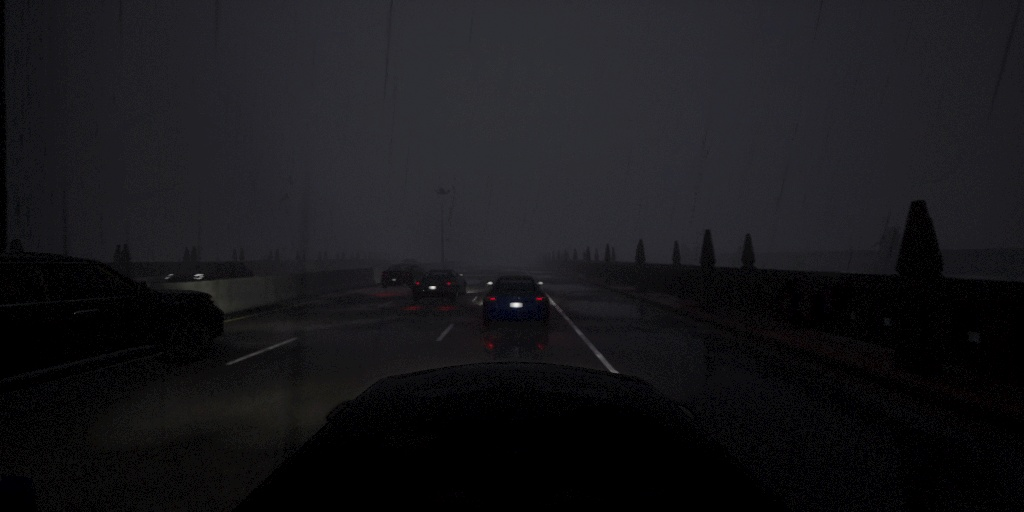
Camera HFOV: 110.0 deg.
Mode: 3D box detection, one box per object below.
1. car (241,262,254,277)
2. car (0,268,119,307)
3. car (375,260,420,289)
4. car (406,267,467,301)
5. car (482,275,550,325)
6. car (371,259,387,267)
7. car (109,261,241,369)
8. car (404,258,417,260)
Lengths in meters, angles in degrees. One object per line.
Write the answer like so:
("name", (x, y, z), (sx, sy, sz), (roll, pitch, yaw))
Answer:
("car", (-17.568, 1.101, 21.063), (2.097, 1.767, 4.553), (0, 0, 0))
("car", (-21.077, 1.310, 16.214), (1.994, 1.385, 4.181), (0, 0, 0))
("car", (-6.867, 1.232, 23.335), (1.882, 1.535, 5.008), (0, 0, 0))
("car", (-3.376, 1.318, 17.295), (1.994, 1.385, 4.181), (0, 0, 0))
("car", (0.117, 1.317, 11.856), (1.994, 1.385, 4.181), (0, 0, 0))
("car", (-20.951, 1.276, 57.639), (1.837, 1.490, 4.892), (0, 0, 1))
("car", (-6.891, 0.970, 4.834), (2.150, 2.045, 5.566), (0, 0, 0))
("car", (-13.995, 1.115, 48.768), (2.097, 1.767, 4.553), (0, 0, 0))
